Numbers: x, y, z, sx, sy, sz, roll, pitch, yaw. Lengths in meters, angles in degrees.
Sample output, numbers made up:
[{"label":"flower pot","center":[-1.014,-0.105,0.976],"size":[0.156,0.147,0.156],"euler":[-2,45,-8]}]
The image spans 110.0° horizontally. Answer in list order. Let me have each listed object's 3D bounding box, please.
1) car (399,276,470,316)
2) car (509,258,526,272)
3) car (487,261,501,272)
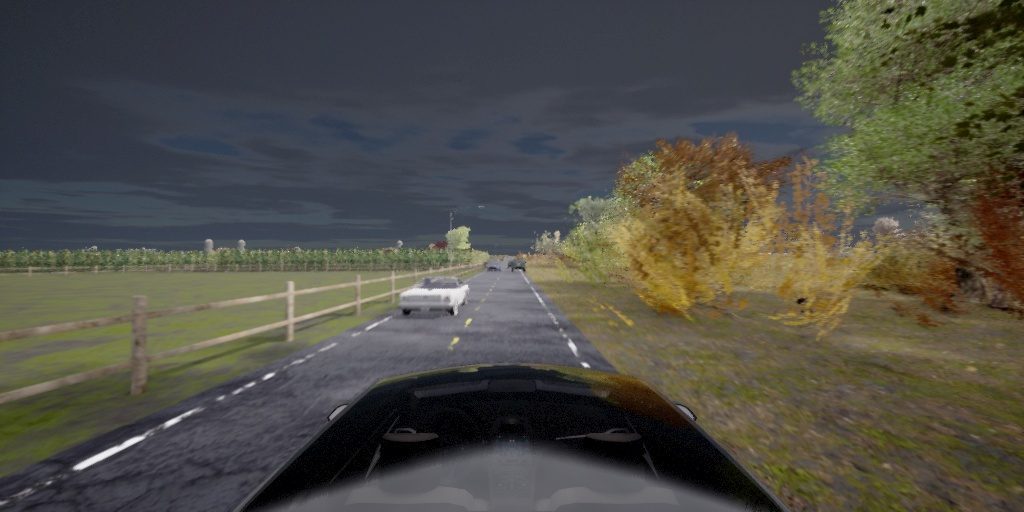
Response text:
[{"label":"car","center":[-2.848,1.457,13.986],"size":[1.895,1.301,4.718],"euler":[0,0,0]},{"label":"car","center":[0.976,1.388,54.353],"size":[2.150,2.045,5.566],"euler":[0,0,0]},{"label":"car","center":[-2.778,1.527,56.044],"size":[2.097,1.767,4.553],"euler":[0,0,1]}]
